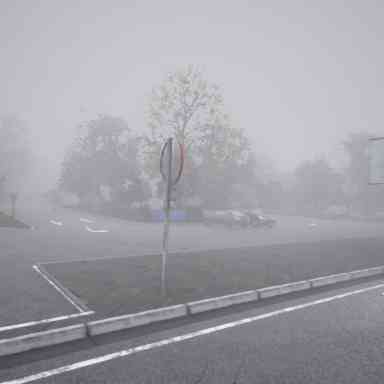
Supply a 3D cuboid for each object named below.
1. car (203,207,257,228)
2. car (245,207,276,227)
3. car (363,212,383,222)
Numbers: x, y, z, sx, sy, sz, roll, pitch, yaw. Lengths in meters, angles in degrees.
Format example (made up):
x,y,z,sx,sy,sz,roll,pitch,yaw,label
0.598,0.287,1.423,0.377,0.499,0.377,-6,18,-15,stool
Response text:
x,y,z,sx,sy,sz,roll,pitch,yaw,label
2.915,2.245,28.518,2.002,1.452,4.674,3,-2,-36,car
5.467,2.211,30.407,2.185,1.767,4.553,3,-2,-35,car
25.351,3.397,44.389,2.002,1.452,4.674,3,-2,-35,car
